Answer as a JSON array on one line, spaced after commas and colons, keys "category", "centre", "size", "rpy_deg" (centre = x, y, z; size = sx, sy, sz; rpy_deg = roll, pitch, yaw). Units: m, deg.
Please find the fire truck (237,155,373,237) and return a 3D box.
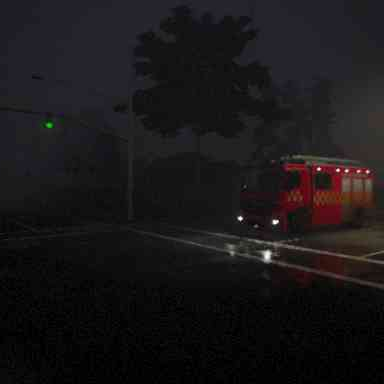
[{"category": "fire truck", "centre": [6.356, 0.114, 17.919], "size": [8.468, 3.827, 2.891], "rpy_deg": [-1, 1, -36]}]
